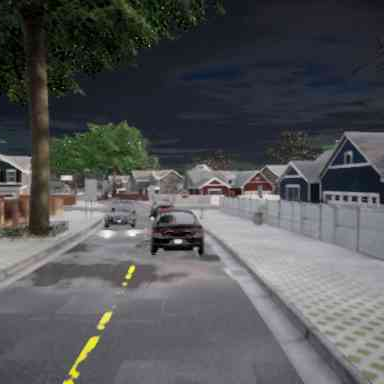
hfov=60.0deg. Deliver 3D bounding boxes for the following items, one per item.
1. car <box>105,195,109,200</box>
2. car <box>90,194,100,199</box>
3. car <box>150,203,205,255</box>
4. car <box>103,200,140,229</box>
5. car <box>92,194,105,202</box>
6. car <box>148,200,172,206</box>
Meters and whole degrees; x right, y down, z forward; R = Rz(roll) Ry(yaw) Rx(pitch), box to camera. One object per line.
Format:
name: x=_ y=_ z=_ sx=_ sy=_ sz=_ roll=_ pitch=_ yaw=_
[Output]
car: x=-21.713 y=1.321 z=81.167 sx=1.882 sy=1.535 sz=5.008 roll=-1 pitch=0 yaw=-28
car: x=-26.582 y=1.210 z=90.807 sx=1.812 sy=1.442 sz=4.674 roll=-1 pitch=0 yaw=-25
car: x=-0.640 y=1.427 z=13.217 sx=1.882 sy=1.535 sz=5.008 roll=0 pitch=0 yaw=-5
car: x=-4.501 y=1.445 z=21.516 sx=1.837 sy=1.490 sz=4.892 roll=0 pitch=0 yaw=-8
car: x=-21.923 y=1.440 z=75.693 sx=1.994 sy=1.385 sz=4.181 roll=-1 pitch=0 yaw=-28
car: x=-2.425 y=1.417 z=27.003 sx=1.837 sy=1.490 sz=4.892 roll=0 pitch=0 yaw=-9
